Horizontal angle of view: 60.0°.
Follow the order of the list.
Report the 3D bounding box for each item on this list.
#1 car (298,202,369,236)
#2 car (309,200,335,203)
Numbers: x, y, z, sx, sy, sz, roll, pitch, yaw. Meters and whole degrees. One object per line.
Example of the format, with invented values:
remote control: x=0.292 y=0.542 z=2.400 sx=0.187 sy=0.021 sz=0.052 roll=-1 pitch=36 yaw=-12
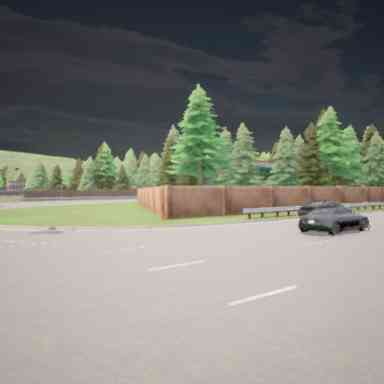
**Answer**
car: x=7.589 y=1.446 z=17.758 sx=4.181 sy=1.385 sz=1.994 roll=0 pitch=0 yaw=-36
car: x=9.508 y=1.352 z=23.427 sx=4.892 sy=1.490 sz=1.837 roll=0 pitch=0 yaw=-36
